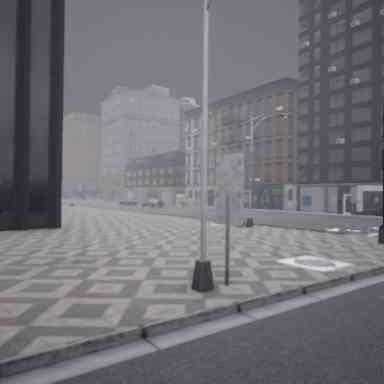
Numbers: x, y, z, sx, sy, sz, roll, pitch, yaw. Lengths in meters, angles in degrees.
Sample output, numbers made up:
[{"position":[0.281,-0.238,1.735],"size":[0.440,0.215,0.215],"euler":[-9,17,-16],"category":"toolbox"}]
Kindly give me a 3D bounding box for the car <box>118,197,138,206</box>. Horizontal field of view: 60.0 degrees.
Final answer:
[{"position":[-11.900,1.911,61.409],"size":[1.895,1.301,4.718],"euler":[1,-1,-36],"category":"car"}]

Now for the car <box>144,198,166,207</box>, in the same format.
[{"position":[-6.766,1.862,59.994],"size":[1.837,1.490,4.892],"euler":[1,-1,-36],"category":"car"}]

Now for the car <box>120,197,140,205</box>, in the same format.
[{"position":[-12.823,1.863,68.457],"size":[2.128,1.511,4.902],"euler":[1,-1,-36],"category":"car"}]

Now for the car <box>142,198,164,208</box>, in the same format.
[{"position":[-6.457,1.823,53.865],"size":[1.812,1.442,4.674],"euler":[1,-1,-36],"category":"car"}]
